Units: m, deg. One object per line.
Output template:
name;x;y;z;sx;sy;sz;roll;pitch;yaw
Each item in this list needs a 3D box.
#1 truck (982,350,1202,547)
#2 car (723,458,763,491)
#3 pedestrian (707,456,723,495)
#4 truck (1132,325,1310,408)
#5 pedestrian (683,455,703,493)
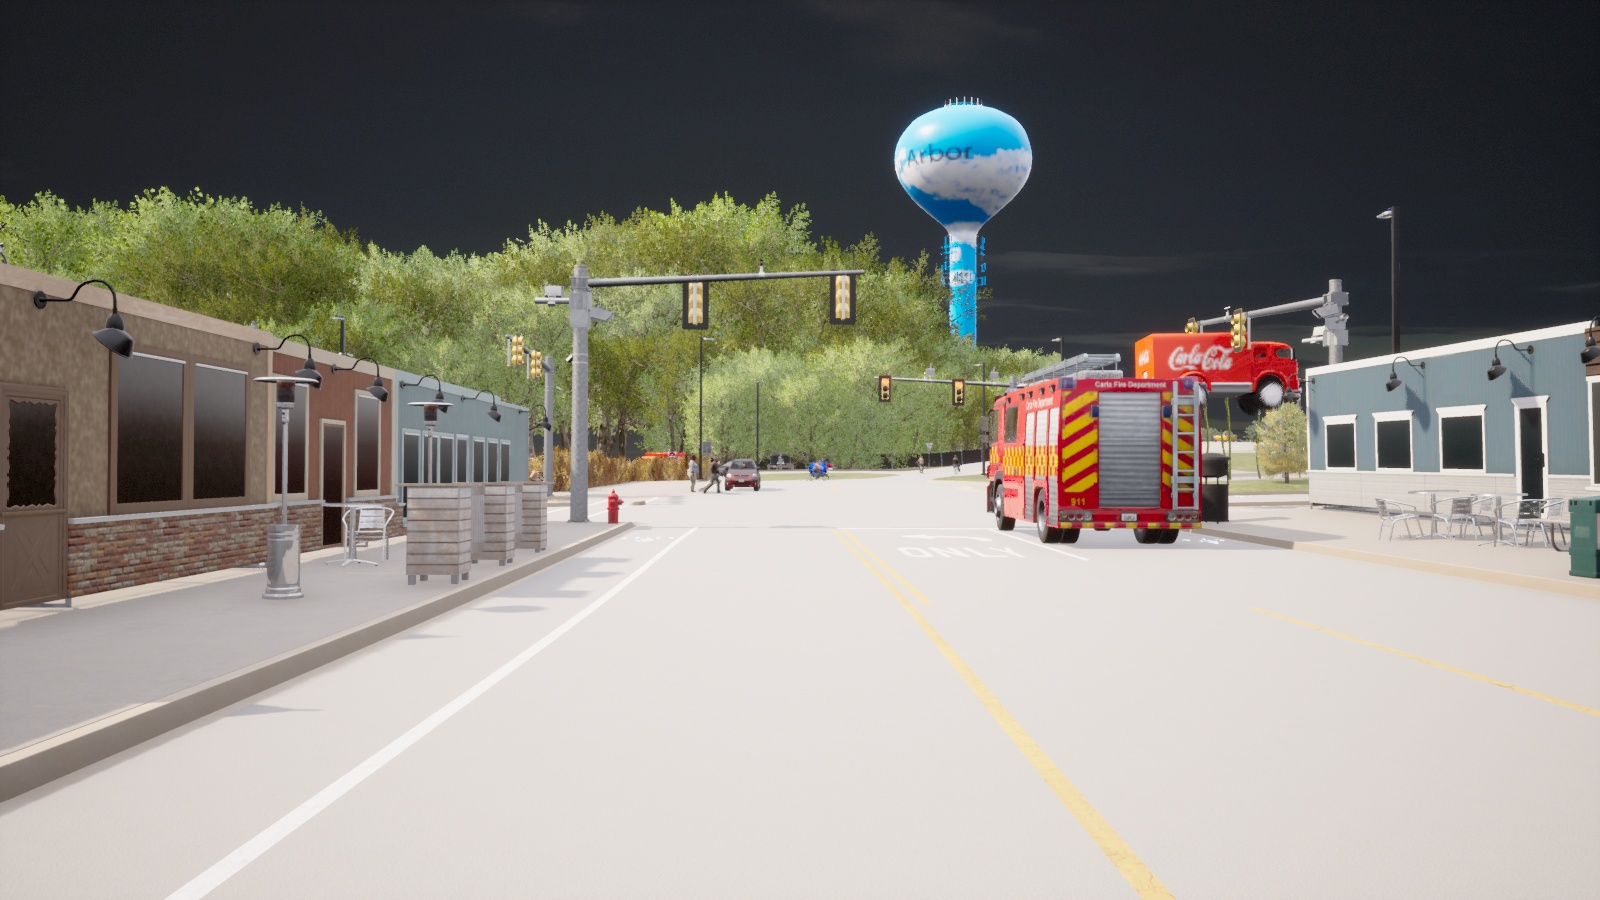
truck;6.313;0.008;28.718;2.891;3.827;8.468;0;-1;-1
car;-2.920;1.248;64.968;1.851;1.617;3.988;0;1;0
pedestrian;-4.044;1.206;59.844;0.720;1.854;0.376;0;-1;-5
truck;14.485;-2.842;43.501;5.204;2.467;2.627;-1;-3;0
pedestrian;-5.241;1.194;61.596;0.900;1.855;0.874;0;-1;1
